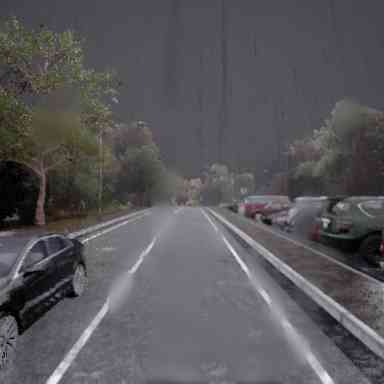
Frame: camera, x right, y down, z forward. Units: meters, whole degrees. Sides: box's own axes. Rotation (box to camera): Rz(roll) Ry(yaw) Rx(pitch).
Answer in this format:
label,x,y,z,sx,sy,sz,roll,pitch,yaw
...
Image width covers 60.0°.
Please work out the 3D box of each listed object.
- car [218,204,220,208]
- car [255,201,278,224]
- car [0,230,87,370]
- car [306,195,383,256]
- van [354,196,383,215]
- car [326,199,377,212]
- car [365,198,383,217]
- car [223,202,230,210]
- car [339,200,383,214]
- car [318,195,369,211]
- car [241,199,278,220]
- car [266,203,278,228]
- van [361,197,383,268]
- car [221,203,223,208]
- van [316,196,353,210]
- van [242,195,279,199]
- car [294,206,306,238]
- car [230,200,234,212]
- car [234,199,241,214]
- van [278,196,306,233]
label,x,y,z,sx,sy,sz,roll,pitch,yaw
car,6.628,1.832,49.711,5.366,1.575,1.946,0,-1,0
car,6.914,1.543,21.968,4.792,1.488,2.163,0,-1,0
car,-3.282,1.482,5.685,2.128,1.511,4.902,0,0,0
car,7.024,1.168,10.882,5.566,2.045,2.435,0,0,0
van,20.076,1.421,35.707,4.442,1.987,1.878,0,-1,0
car,19.748,1.700,41.241,5.366,1.575,1.946,0,-1,0
car,19.941,1.494,32.936,4.553,1.767,2.185,0,-1,0
car,6.837,1.426,38.626,5.566,2.045,2.435,0,-1,0
car,19.940,1.675,38.475,4.892,1.521,2.231,0,-1,0
car,19.948,1.485,44.014,5.566,2.045,2.435,0,-1,0
car,6.923,1.568,27.519,5.008,1.535,2.097,0,-1,0
car,6.960,1.526,19.191,4.674,1.452,2.002,0,-1,0
van,6.892,1.211,8.105,4.442,1.987,1.878,0,0,0
car,6.846,1.741,44.171,5.008,1.535,2.097,0,-1,0
van,20.024,1.556,46.906,4.442,1.987,1.878,0,-1,0
van,7.022,1.369,30.298,4.442,1.987,1.878,0,-1,0
car,7.012,1.461,13.633,4.792,1.488,2.163,0,0,0
car,6.908,1.679,35.847,4.792,1.488,2.163,0,-1,0
car,6.894,1.663,33.071,4.674,1.452,2.002,0,-1,0
van,6.853,1.233,16.417,4.442,1.987,1.878,0,-1,0
